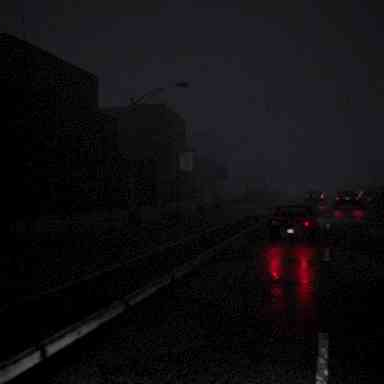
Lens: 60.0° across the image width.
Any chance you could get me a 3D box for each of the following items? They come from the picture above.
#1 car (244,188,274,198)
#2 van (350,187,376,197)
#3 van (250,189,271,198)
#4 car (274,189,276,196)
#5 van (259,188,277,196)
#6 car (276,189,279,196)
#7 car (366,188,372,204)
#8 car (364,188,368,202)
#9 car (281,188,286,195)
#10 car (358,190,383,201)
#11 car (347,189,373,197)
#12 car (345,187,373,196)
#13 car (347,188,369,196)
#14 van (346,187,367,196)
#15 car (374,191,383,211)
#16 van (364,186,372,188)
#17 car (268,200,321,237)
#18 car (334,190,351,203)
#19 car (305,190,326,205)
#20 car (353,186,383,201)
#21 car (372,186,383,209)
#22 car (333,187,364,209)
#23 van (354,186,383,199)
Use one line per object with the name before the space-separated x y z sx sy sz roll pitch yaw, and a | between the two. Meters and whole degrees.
car | 14.214 0.244 72.496 5.566 2.045 2.435 -1 0 23
van | 34.463 0.014 67.229 4.442 1.987 1.878 -1 0 22
van | 15.423 0.243 75.001 4.442 1.987 1.878 -1 0 23
car | 16.467 0.472 77.717 4.792 1.488 2.163 -1 0 23
van | 19.545 0.127 85.462 4.442 1.987 1.878 -1 0 23
car | 17.436 0.164 80.184 5.566 2.045 2.435 -1 0 23
car | 19.616 0.623 31.608 4.892 1.521 2.231 -1 1 22
car | 20.669 0.579 34.155 4.892 1.521 2.231 -1 1 22
car | 21.817 0.029 90.530 5.566 2.045 2.435 -1 0 23
car | 24.878 0.476 44.342 4.674 1.452 2.002 -1 0 22
car | 36.441 0.217 72.386 4.792 1.488 2.163 -1 0 22
car | 37.491 -0.094 74.932 5.566 2.045 2.435 -1 0 22
car | 38.602 -0.001 77.459 4.553 1.767 2.185 -1 0 22
van | 39.518 -0.132 80.063 4.442 1.987 1.878 -1 0 22
car | 17.509 0.722 26.515 5.008 1.535 2.097 -1 1 22
van | 23.879 0.240 41.639 4.442 1.987 1.878 -1 0 22
car | 4.906 1.266 15.787 1.895 1.301 4.718 -1 1 23
car | 19.194 0.554 42.661 1.837 1.490 4.892 -1 1 23
car | 14.307 0.508 38.559 2.097 1.767 4.553 -1 0 23
car | 25.899 0.158 46.903 5.566 2.045 2.435 -1 0 22
car | 16.474 0.526 23.956 5.566 2.045 2.435 -1 1 22
car | 14.424 0.589 31.064 2.097 1.767 4.553 -1 1 23
van | 27.925 0.142 52.030 4.442 1.987 1.878 -1 0 22
